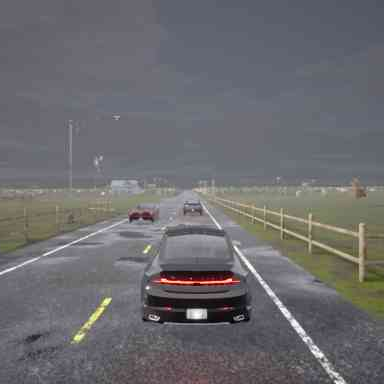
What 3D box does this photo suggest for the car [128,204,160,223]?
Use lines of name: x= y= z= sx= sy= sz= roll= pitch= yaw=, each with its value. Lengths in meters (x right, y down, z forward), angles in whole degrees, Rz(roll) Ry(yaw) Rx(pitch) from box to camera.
car: x=-3.602 y=1.591 z=25.567 sx=1.895 sy=1.301 sz=4.718 roll=0 pitch=0 yaw=0

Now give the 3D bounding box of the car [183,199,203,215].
car: x=0.095 y=1.475 z=33.196 sx=2.128 sy=1.511 sz=4.902 roll=0 pitch=0 yaw=0

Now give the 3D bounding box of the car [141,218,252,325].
car: x=0.077 y=1.504 z=7.210 sx=1.837 sy=1.490 sz=4.892 roll=0 pitch=0 yaw=0
